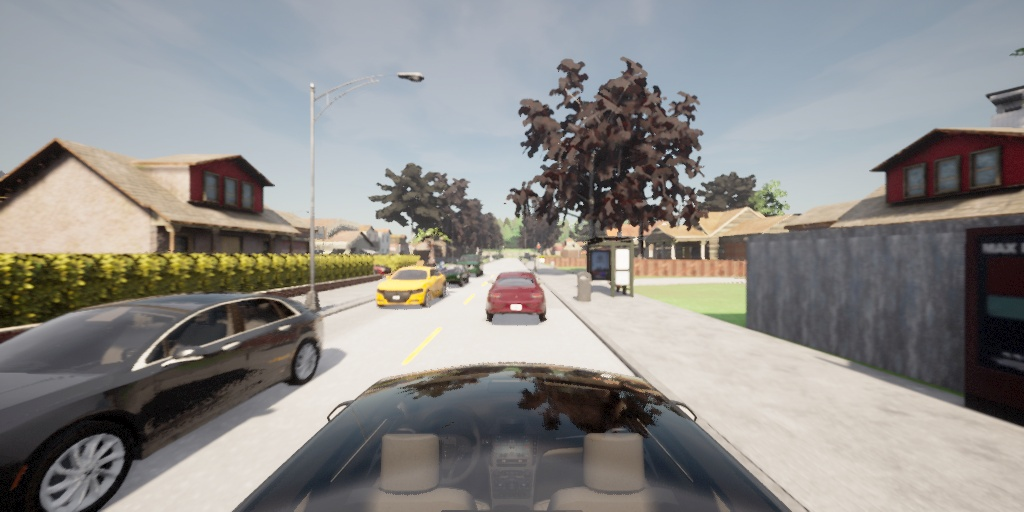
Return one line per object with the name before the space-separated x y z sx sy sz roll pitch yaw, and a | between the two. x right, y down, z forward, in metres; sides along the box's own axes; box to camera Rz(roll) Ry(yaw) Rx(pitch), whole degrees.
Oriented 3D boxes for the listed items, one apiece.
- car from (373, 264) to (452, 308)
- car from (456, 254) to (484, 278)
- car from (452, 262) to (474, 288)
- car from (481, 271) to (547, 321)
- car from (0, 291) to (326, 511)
car | -4.040 1.181 15.042 1.882 1.535 5.008 0 0 0
car | -3.865 0.870 33.396 2.150 2.045 5.566 0 0 1
car | -3.902 1.283 23.481 1.895 1.301 4.718 0 0 0
car | 0.133 1.246 12.232 1.812 1.442 4.674 0 0 0
car | -4.095 1.240 4.181 1.837 1.490 4.892 0 0 0
